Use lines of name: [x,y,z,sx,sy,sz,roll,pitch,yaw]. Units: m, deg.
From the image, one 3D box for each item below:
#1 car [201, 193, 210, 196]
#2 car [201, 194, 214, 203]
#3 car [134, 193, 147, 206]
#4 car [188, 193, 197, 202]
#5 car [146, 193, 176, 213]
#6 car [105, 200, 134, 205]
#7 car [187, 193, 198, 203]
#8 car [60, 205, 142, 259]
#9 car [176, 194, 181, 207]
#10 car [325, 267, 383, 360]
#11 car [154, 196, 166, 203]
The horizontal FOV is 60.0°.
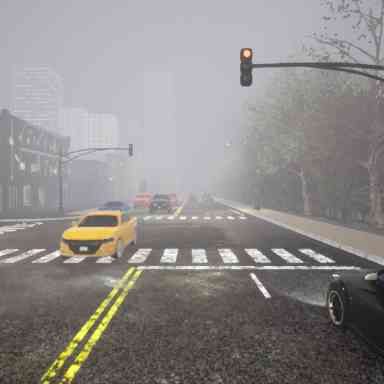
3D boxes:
car: [3.315,1.195,76.863,2.150,2.045,5.566,0,0,0]
car: [3.408,1.576,66.883,1.895,1.301,4.718,0,0,0]
car: [-6.560,1.206,45.335,2.150,2.045,5.566,0,0,0]
car: [0.067,1.194,78.115,2.150,2.045,5.566,0,0,0]
car: [-3.321,1.210,36.629,2.150,2.045,5.566,0,0,0]
car: [-6.577,1.470,28.544,1.882,1.535,5.008,0,0,0]
car: [0.159,1.452,67.922,1.882,1.535,5.008,0,0,0]
car: [-3.339,1.475,12.744,1.882,1.535,5.008,0,0,0]
car: [-3.294,1.204,51.786,2.150,2.045,5.566,0,0,0]
car: [3.353,1.563,4.245,1.994,1.385,4.181,0,0,0]
car: [-6.459,1.539,67.583,1.994,1.385,4.181,0,0,0]
